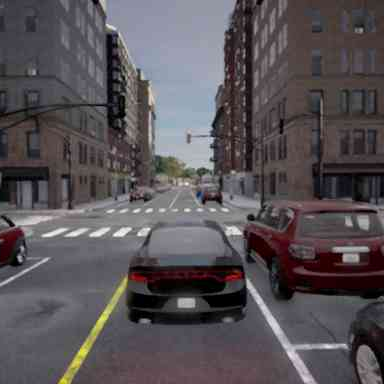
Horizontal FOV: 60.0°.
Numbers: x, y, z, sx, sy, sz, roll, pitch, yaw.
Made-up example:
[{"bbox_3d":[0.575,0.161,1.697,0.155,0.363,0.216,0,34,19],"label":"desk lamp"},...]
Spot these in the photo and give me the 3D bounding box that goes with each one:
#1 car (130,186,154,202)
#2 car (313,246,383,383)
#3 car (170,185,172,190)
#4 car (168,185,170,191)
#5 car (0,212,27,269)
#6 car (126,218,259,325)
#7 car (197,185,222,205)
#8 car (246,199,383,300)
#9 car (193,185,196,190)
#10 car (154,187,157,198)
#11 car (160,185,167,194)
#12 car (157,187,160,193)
[{"bbox_3d":[-6.216,0.219,40.085,2.192,1.841,5.009,-1,2,-1],"label":"car"},{"bbox_3d":[2.610,1.466,2.034,2.008,1.369,4.403,-1,2,-1],"label":"car"},{"bbox_3d":[-7.192,-0.921,89.597,1.802,1.307,4.206,-1,2,-1],"label":"car"},{"bbox_3d":[-6.975,-0.640,78.595,2.008,1.369,4.403,-1,2,-1],"label":"car"},{"bbox_3d":[-5.529,1.268,7.550,1.967,1.590,4.097,-1,2,-1],"label":"car"},{"bbox_3d":[-0.106,1.276,6.962,1.882,1.535,5.008,-1,2,-1],"label":"car"},{"bbox_3d":[2.012,0.302,34.747,2.192,1.841,5.009,-1,2,-1],"label":"car"},{"bbox_3d":[2.493,1.070,7.707,2.192,1.841,5.009,-1,2,-1],"label":"car"},{"bbox_3d":[1.666,-0.167,51.249,2.192,1.841,5.009,-1,2,-1],"label":"car"},{"bbox_3d":[-6.323,0.314,45.593,1.947,1.339,4.313,-1,2,-1],"label":"car"},{"bbox_3d":[-6.757,-0.333,67.594,1.887,1.381,4.507,-1,2,-1],"label":"car"},{"bbox_3d":[-6.432,0.142,51.093,2.008,1.369,4.403,-1,2,-1],"label":"car"}]
